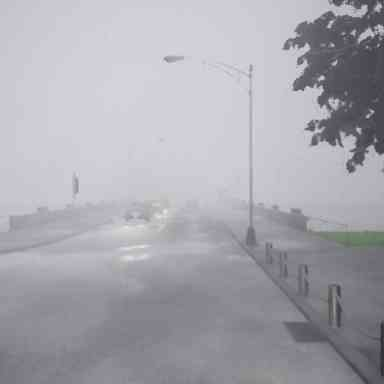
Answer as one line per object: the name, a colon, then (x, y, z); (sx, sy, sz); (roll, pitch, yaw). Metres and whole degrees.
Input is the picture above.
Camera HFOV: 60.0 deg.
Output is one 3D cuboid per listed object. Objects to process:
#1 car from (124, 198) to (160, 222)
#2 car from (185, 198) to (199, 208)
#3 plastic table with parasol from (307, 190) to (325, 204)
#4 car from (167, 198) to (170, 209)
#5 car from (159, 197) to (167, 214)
car: (-4.104, 1.490, 26.564); (2.128, 1.511, 4.902); (0, 0, 0)
car: (0.003, 1.545, 47.096); (2.033, 1.411, 5.357); (0, 0, 0)
plastic table with parasol: (23.790, 0.924, 63.802); (2.482, 2.480, 2.482); (0, 0, 0)
car: (-4.069, 1.488, 46.381); (2.128, 1.511, 4.902); (0, 0, 0)
car: (-4.098, 1.475, 36.111); (1.882, 1.535, 5.008); (0, 0, 0)
